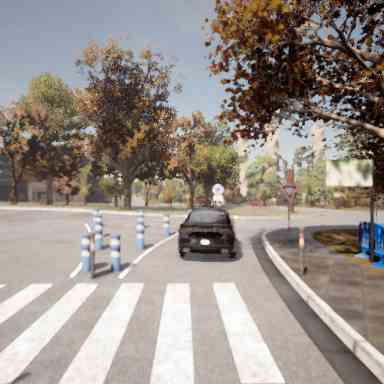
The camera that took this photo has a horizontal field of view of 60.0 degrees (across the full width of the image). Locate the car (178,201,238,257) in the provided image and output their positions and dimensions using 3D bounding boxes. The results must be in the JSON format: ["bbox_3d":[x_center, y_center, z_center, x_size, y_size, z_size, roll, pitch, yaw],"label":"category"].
[{"bbox_3d":[0.692,1.313,12.416,1.882,1.535,5.008,0,1,7],"label":"car"}]

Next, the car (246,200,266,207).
[{"bbox_3d":[13.371,2.405,69.370,4.181,1.385,1.994,0,1,41],"label":"car"}]

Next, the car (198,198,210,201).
[{"bbox_3d":[2.785,2.247,79.973,1.882,1.535,5.008,0,-2,-20],"label":"car"}]
